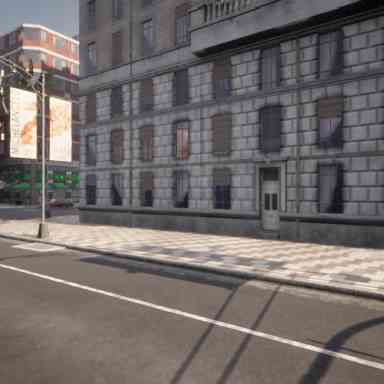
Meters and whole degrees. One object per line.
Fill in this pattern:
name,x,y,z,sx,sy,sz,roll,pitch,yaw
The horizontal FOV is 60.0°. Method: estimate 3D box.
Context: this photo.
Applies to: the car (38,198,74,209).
car,-18.067,1.526,44.397,1.812,1.442,4.674,0,0,36
